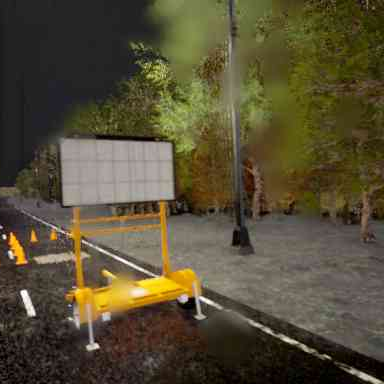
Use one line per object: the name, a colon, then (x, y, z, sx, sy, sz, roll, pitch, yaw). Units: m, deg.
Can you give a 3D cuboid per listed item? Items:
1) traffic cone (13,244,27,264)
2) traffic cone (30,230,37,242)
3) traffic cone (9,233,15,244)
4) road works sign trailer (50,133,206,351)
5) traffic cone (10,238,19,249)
traffic cone: (-6.240, 2.288, 12.154, 0.340, 0.580, 0.340, -3, 1, -31)
traffic cone: (-8.492, 2.326, 17.804, 0.340, 0.580, 0.340, -3, 1, -31)
traffic cone: (-8.311, 2.341, 15.575, 0.340, 0.580, 0.340, -3, 1, -31)
road works sign trailer: (-1.484, 0.645, 6.904, 2.380, 3.560, 2.880, -3, 1, -31)
traffic cone: (-7.275, 2.315, 13.864, 0.340, 0.580, 0.340, -3, 1, -31)
